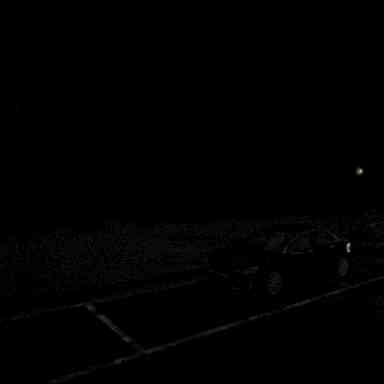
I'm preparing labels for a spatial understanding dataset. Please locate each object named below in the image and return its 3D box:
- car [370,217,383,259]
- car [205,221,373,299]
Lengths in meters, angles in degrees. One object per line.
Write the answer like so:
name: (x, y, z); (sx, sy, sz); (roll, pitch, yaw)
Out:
car: (6.881, 1.533, 11.556); (4.206, 1.307, 1.802); (0, 0, -35)
car: (2.314, 1.524, 8.298); (4.403, 1.369, 2.008); (0, 0, -35)
